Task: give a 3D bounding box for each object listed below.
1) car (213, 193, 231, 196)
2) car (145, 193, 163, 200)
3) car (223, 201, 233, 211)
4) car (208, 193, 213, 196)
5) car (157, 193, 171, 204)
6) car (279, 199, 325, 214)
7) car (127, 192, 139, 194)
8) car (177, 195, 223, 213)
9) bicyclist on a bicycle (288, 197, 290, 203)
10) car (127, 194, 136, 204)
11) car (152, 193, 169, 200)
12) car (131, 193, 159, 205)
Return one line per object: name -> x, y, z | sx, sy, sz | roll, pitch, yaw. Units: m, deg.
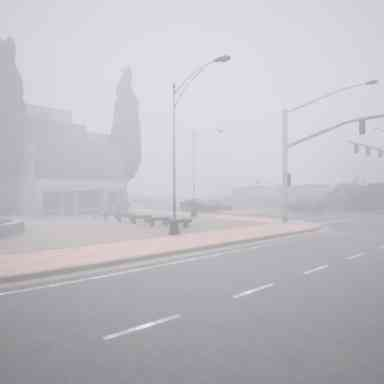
car -> 6.855, 1.370, 69.077 | 3.806, 1.475, 1.970 | 0, 0, -42
car -> -10.050, 1.129, 88.053 | 4.605, 1.855, 1.932 | 0, 0, -42
car -> 2.932, 1.550, 39.698 | 1.994, 1.385, 4.181 | 0, 0, -40
car -> 4.934, 1.131, 71.244 | 3.866, 1.878, 1.905 | 0, 0, -42
car -> -5.945, 1.460, 61.224 | 1.882, 1.535, 5.008 | 0, 0, -40
car -> 11.564, 1.475, 35.228 | 2.128, 1.511, 4.902 | 0, 0, -40
car -> -12.616, 1.080, 69.014 | 2.150, 2.045, 5.566 | 0, 0, -40
car -> 0.708, 1.465, 36.908 | 1.882, 1.535, 5.008 | 0, 0, -40
bicyclist on a bicycle -> 12.889, 1.242, 44.859 | 1.656, 1.620, 0.582 | -7, 5, -40
car -> -12.360, 1.479, 57.847 | 2.128, 1.511, 4.902 | 0, 0, -40
car -> -8.163, 1.131, 85.858 | 3.866, 1.878, 1.905 | 0, 0, -42
car -> -8.580, 1.476, 58.918 | 2.128, 1.511, 4.902 | 0, 0, -40
